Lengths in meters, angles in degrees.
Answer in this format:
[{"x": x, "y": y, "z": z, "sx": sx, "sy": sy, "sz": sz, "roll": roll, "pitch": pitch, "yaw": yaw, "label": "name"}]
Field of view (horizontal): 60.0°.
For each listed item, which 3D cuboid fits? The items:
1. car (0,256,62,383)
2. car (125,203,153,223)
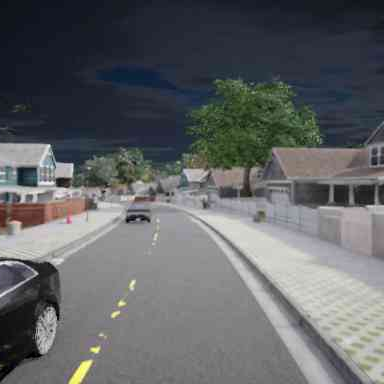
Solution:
[{"x": -2.881, "y": 1.481, "z": 3.160, "sx": 2.128, "sy": 1.511, "sz": 4.902, "roll": 0, "pitch": 0, "yaw": 0, "label": "car"}, {"x": -4.017, "y": 1.552, "z": 25.642, "sx": 2.033, "sy": 1.411, "sz": 5.357, "roll": 0, "pitch": 0, "yaw": -6, "label": "car"}]
